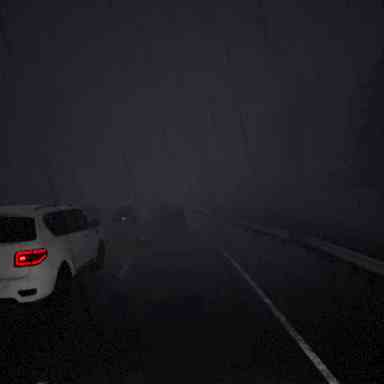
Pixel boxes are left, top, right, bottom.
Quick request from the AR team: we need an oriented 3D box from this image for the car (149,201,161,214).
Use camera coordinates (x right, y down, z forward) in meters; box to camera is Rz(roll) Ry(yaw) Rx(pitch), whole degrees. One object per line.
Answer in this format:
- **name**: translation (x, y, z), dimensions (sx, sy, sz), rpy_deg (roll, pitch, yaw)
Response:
- **car**: translation (-4.254, 1.900, 41.386), dimensions (1.882, 1.535, 5.008), rpy_deg (0, -1, -11)

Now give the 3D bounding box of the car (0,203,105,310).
- **car**: translation (-3.677, 1.310, 8.117), dimensions (2.150, 2.045, 5.566), rpy_deg (0, -1, -3)

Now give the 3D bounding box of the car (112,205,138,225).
- **car**: translation (-5.322, 1.803, 26.721), dimensions (1.812, 1.442, 4.674), rpy_deg (0, -1, -7)

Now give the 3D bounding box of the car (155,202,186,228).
- **car**: translation (-1.535, 1.728, 24.551), dimensions (1.882, 1.535, 5.008), rpy_deg (0, -1, -7)

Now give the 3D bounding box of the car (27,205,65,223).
- **car**: translation (-12.789, 1.879, 29.437), dimensions (1.994, 1.385, 4.181), rpy_deg (0, -1, -8)

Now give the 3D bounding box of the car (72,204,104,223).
- **car**: translation (-9.354, 1.867, 30.394), dimensions (2.033, 1.411, 5.357), rpy_deg (0, -1, -9)

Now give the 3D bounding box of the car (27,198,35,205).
- **car**: translation (-40.456, 2.397, 83.449), dimensions (1.837, 1.490, 4.892), rpy_deg (0, -1, -26)
